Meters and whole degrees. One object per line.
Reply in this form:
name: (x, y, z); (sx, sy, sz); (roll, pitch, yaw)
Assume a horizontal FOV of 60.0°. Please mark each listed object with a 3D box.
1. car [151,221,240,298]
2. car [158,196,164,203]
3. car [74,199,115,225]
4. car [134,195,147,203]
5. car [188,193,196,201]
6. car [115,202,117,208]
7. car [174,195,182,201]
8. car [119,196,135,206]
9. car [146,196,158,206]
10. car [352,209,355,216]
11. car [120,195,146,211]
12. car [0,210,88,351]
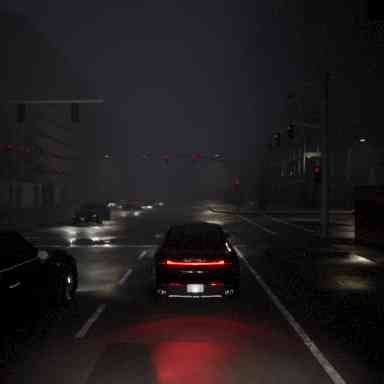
car: (0.081, 1.505, 8.476); (1.837, 1.490, 4.892); (0, 0, 0)
car: (-7.168, 1.592, 70.617); (1.895, 1.301, 4.718); (0, 0, 1)
car: (-7.236, 1.530, 24.268); (1.837, 1.490, 4.892); (0, 0, -1)
car: (-10.681, 1.477, 69.448); (1.882, 1.535, 5.008); (0, 0, 1)
car: (-0.014, 1.225, 84.494); (2.150, 2.045, 5.566); (0, 0, 1)
car: (-11.007, 1.547, 42.286); (2.033, 1.411, 5.357); (0, 0, 1)
car: (-3.517, 1.553, 84.269); (1.994, 1.385, 4.181); (0, 0, 1)
car: (-10.905, 1.527, 56.135); (1.812, 1.442, 4.674); (0, 1, 1)
car: (-7.416, 1.491, 55.726); (2.128, 1.511, 4.902); (0, 0, 1)
car: (15.972, 1.656, 27.702); (4.718, 1.301, 1.895); (0, 0, 0)
car: (-7.445, 1.478, 41.810); (1.882, 1.535, 5.008); (0, 0, 0)
car: (-3.445, 1.352, 5.153); (2.097, 1.767, 4.553); (0, 0, 0)
